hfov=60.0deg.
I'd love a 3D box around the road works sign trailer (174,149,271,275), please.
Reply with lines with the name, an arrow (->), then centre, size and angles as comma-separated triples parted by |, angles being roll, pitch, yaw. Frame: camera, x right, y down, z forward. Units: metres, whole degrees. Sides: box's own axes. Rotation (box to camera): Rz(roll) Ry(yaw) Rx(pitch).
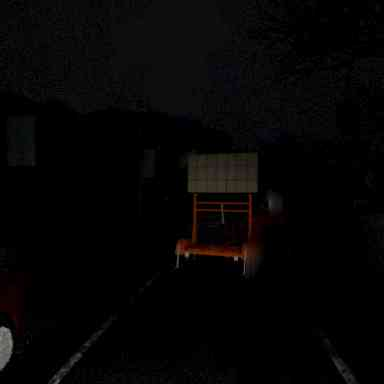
road works sign trailer -> 1.007, 0.461, 10.678 | 2.380, 3.560, 2.880 | 0, 0, 21

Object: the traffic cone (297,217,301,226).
traffic cone -> 7.166, 1.982, 22.220 | 0.340, 0.580, 0.340 | 1, 0, 21

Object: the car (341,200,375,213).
car -> 19.551, 1.616, 39.088 | 4.674, 1.442, 1.812 | 1, 1, -31

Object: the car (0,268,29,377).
car -> -3.335, 1.472, 2.591 | 1.882, 1.535, 5.008 | 0, 0, 4
